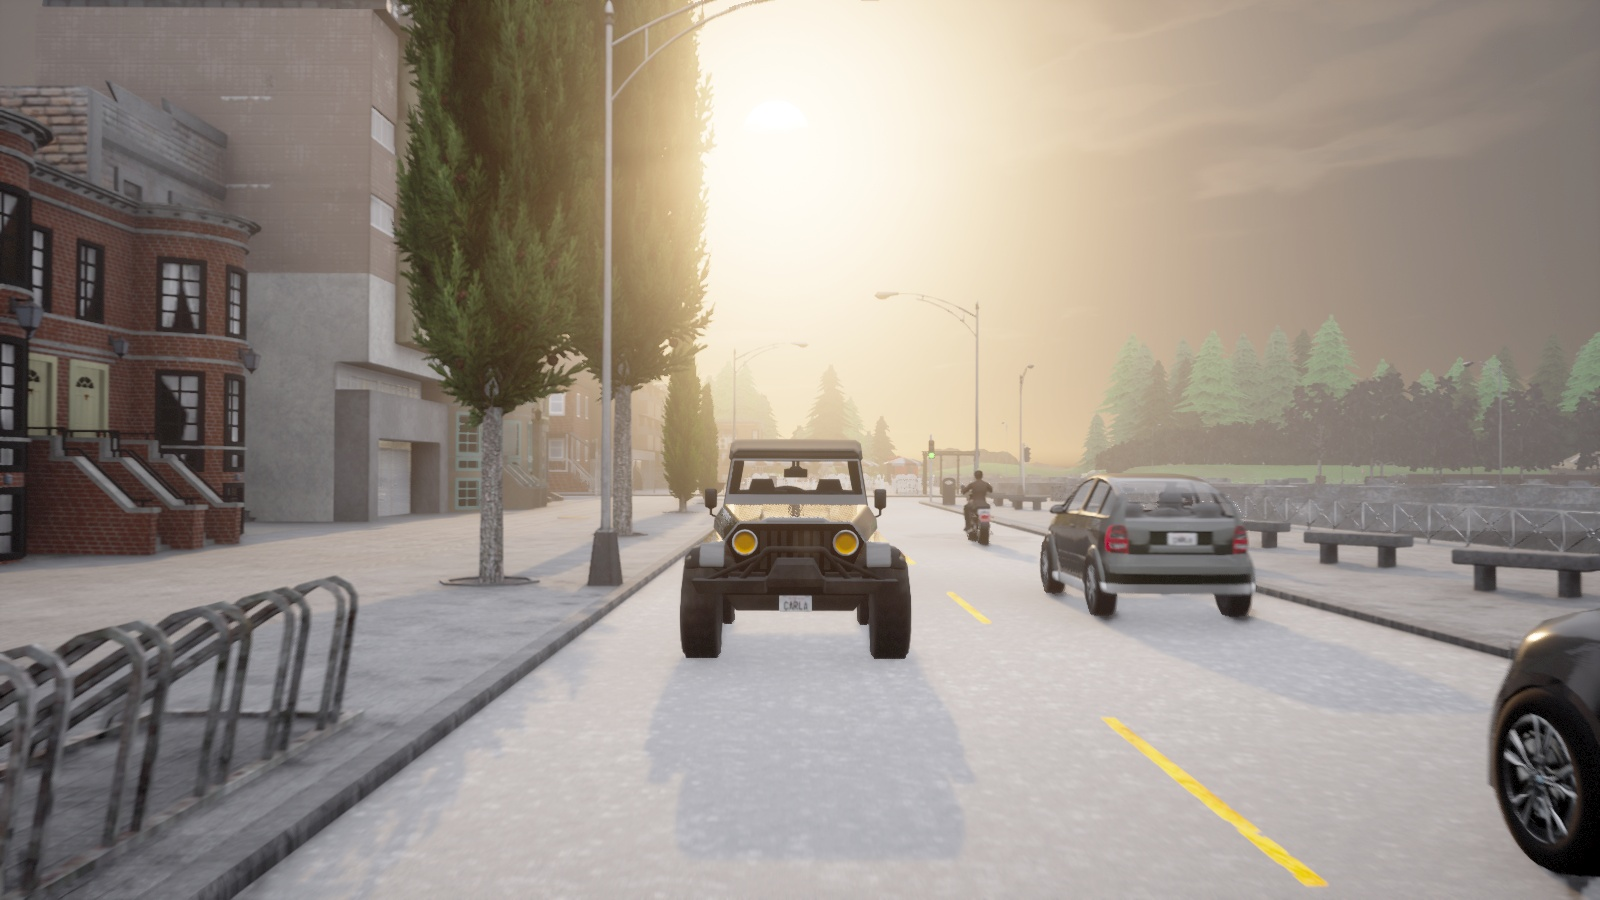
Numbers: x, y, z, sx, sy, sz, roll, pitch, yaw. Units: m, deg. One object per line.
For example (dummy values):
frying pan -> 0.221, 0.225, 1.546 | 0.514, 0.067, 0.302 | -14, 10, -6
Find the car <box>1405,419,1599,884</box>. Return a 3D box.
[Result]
car -> 3.989, 0.704, 3.614 | 2.242, 1.667, 4.611 | 0, -1, 0

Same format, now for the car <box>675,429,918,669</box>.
car -> -0.032, 0.808, 11.802 | 1.905, 1.878, 3.866 | 0, -1, 0

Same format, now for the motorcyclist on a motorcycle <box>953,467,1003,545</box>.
motorcyclist on a motorcycle -> 3.927, 1.216, 27.896 | 0.766, 1.649, 2.350 | 0, -1, 0

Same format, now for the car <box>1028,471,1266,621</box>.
car -> 3.960, 1.028, 14.952 | 1.789, 1.549, 3.705 | 0, -1, 0
